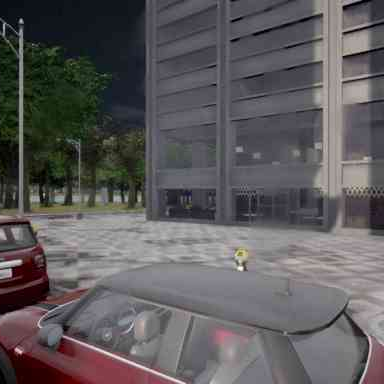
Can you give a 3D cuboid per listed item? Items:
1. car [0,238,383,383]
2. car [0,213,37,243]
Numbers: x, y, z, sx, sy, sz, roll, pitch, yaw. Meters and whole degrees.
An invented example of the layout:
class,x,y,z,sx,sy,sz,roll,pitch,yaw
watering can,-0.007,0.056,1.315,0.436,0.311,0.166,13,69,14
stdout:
class,x,y,z,sx,sy,sz,roll,pitch,yaw
car,-0.351,1.440,3.212,4.097,1.590,1.967,0,0,35
car,-4.780,1.315,6.367,5.009,1.841,2.192,0,0,35
